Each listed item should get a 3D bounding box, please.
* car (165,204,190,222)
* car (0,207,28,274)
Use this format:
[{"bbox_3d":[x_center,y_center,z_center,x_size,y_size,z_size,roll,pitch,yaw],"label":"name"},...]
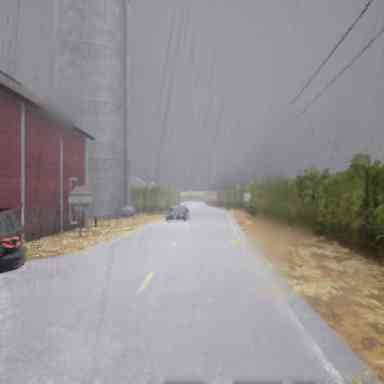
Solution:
[{"bbox_3d":[-1.263,1.953,30.917,1.837,1.490,4.892,-1,0,5],"label":"car"},{"bbox_3d":[-7.183,1.438,8.253,5.566,2.045,2.150,0,2,-24],"label":"car"}]
